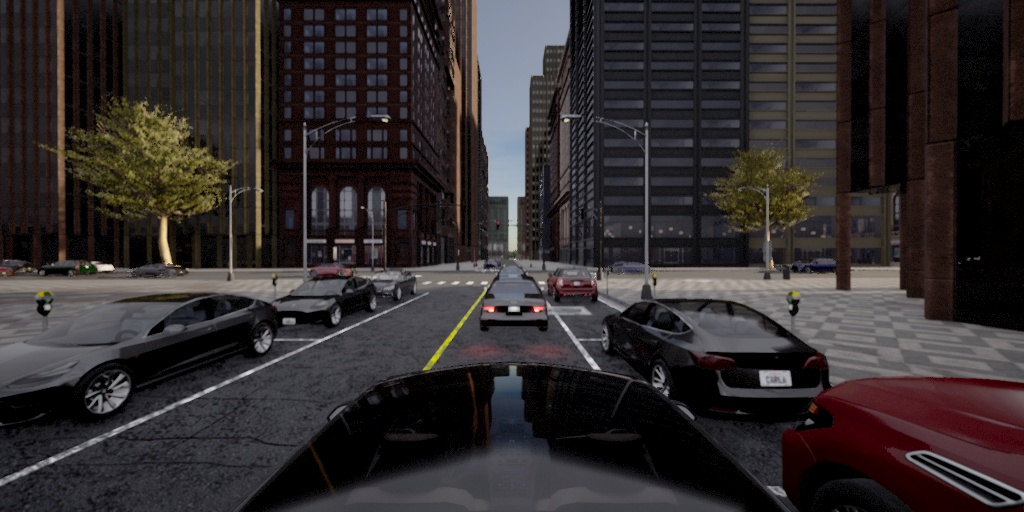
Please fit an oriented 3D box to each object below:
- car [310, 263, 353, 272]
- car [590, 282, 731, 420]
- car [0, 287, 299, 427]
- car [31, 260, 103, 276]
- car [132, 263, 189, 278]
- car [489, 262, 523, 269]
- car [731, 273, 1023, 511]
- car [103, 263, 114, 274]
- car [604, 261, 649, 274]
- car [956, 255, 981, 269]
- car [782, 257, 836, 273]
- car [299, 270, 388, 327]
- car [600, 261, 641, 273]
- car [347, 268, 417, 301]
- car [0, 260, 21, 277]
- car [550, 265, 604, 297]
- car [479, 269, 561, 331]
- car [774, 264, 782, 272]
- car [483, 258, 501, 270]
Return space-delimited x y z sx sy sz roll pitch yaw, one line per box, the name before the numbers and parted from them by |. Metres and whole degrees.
car | -17.485 1.361 35.179 4.181 1.385 1.994 0 0 0
car | 2.759 1.315 5.829 1.948 1.339 4.313 0 0 0
car | -5.766 1.315 5.821 1.948 1.339 4.313 0 0 0
car | -47.688 1.218 38.491 4.553 1.767 2.097 0 0 0
car | -34.417 1.408 35.135 4.181 1.385 1.994 0 0 0
car | -0.013 1.295 21.007 2.033 1.411 5.357 0 0 0
car | 2.763 1.065 0.193 2.192 1.841 5.009 0 0 0
car | -49.247 1.380 41.720 4.674 1.442 1.812 0 0 1
car | 12.601 1.269 38.711 4.181 1.385 1.994 0 0 0
car | 49.181 0.794 38.712 4.553 1.767 2.097 0 0 0
car | 32.569 1.015 38.759 4.553 1.767 2.097 0 0 0
car | -5.769 1.314 11.458 1.948 1.339 4.313 0 0 0
car | 12.624 1.253 41.964 4.181 1.385 1.994 0 0 0
car | -5.773 1.298 17.094 2.007 1.370 4.403 0 0 0
car | -52.250 1.411 35.179 5.008 1.535 1.882 0 0 0
car | 2.752 1.188 17.101 1.967 1.591 4.097 0 0 0
car | 0.058 1.296 10.934 2.033 1.411 5.357 0 0 0
car | 33.631 1.244 42.014 4.718 1.301 1.895 0 0 0
car | -3.086 1.114 53.414 2.097 1.767 4.553 0 0 0
